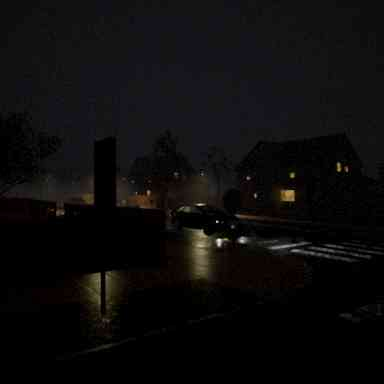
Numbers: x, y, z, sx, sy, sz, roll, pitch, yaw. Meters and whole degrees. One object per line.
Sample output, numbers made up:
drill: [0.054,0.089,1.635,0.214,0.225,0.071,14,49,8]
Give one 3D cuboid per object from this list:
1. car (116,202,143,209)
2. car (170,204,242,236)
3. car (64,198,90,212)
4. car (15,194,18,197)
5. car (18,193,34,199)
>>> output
car: [-5.233,1.462,26.405,1.994,1.385,4.181,0,0,-36]
car: [0.628,1.436,18.287,2.128,1.511,4.902,0,0,-36]
car: [-12.821,1.370,36.934,1.812,1.442,4.674,0,1,-37]
car: [-43.612,1.096,84.413,1.812,1.442,4.674,0,0,-36]
car: [-37.509,1.252,75.966,2.033,1.411,5.357,0,0,-36]
